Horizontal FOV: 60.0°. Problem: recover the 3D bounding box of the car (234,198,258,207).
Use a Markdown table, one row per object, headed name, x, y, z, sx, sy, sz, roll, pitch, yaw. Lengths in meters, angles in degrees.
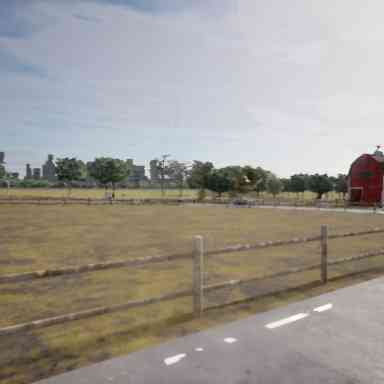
| name | x | y | z | sx | sy | sz | roll | pitch | yaw |
| --- | --- | --- | --- | --- | --- | --- | --- | --- | --- |
| car | 9.748 | 1.934 | 60.320 | 1.837 | 1.490 | 4.892 | 0 | 0 | -35 |
